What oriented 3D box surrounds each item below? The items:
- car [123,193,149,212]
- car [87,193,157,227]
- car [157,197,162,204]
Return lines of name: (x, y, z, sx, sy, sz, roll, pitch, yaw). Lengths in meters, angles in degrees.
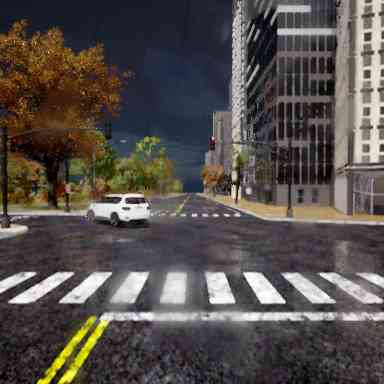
car: (-6.593, 1.189, 39.973, 2.150, 2.045, 5.566, 0, 0, 1)
car: (-5.148, 1.171, 22.863, 2.150, 2.045, 5.566, 1, 0, -43)
car: (-6.529, 1.535, 60.625, 1.994, 1.385, 4.181, 0, 0, 0)
